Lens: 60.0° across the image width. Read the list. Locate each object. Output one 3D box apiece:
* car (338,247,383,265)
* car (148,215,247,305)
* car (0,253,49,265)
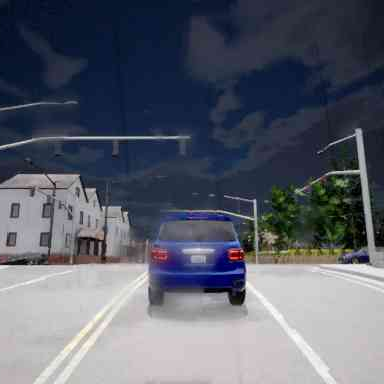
[{"bbox_3d":[15.416,5.657,29.598,4.553,1.767,2.097,0,-12,1],"label":"car"},{"bbox_3d":[0.075,1.760,9.290,2.150,2.045,5.566,0,-7,-1],"label":"car"},{"bbox_3d":[-15.436,6.319,29.703,4.892,1.490,1.837,-8,-11,-1],"label":"car"}]
